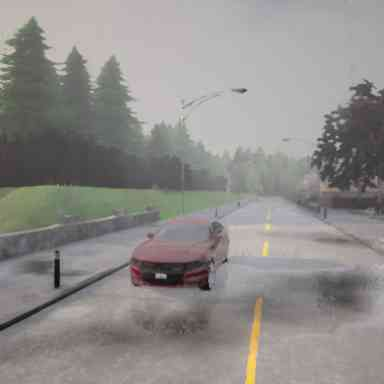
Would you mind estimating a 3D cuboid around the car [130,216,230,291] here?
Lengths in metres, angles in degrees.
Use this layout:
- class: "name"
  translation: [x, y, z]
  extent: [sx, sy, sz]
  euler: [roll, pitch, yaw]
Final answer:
- class: "car"
  translation: [-0.071, 1.487, 9.411]
  extent: [1.882, 1.535, 5.008]
  euler: [0, 0, 14]

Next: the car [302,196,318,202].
- class: "car"
  translation: [24.814, 1.441, 68.826]
  extent: [5.357, 1.415, 2.033]
  euler: [0, 0, -26]
